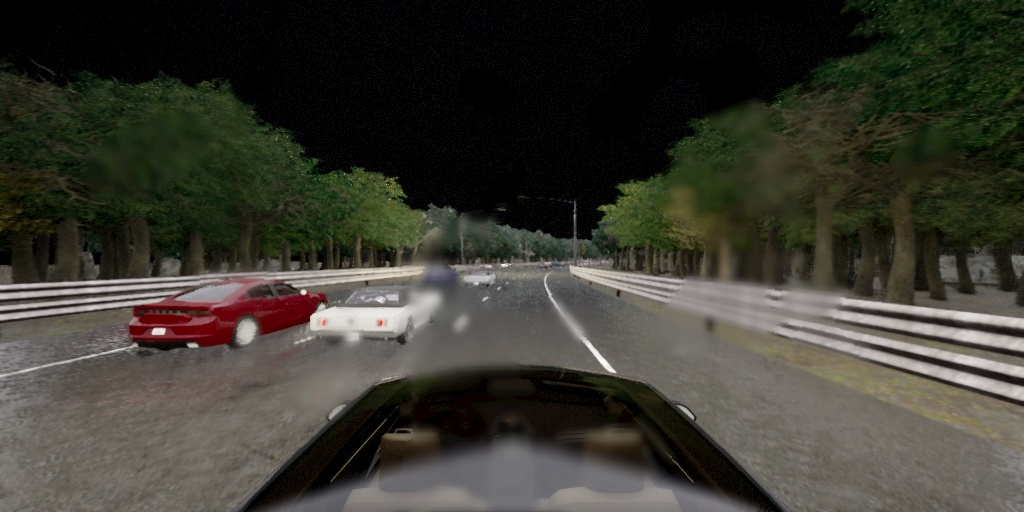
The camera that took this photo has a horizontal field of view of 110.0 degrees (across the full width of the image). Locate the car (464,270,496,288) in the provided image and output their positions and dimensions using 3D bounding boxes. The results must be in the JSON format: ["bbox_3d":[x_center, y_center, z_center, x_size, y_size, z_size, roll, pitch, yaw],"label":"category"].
[{"bbox_3d":[-2.430,1.774,28.596,1.895,1.301,4.718,0,-1,4],"label":"car"}]

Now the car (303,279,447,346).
[{"bbox_3d":[-3.279,1.469,9.780,1.895,1.301,4.718,0,-1,1],"label":"car"}]

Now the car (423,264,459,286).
[{"bbox_3d":[-5.834,1.542,29.939,2.097,1.767,4.553,0,-1,4],"label":"car"}]

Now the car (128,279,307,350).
[{"bbox_3d":[-6.787,1.335,9.416,1.882,1.535,5.008,0,-1,1],"label":"car"}]
